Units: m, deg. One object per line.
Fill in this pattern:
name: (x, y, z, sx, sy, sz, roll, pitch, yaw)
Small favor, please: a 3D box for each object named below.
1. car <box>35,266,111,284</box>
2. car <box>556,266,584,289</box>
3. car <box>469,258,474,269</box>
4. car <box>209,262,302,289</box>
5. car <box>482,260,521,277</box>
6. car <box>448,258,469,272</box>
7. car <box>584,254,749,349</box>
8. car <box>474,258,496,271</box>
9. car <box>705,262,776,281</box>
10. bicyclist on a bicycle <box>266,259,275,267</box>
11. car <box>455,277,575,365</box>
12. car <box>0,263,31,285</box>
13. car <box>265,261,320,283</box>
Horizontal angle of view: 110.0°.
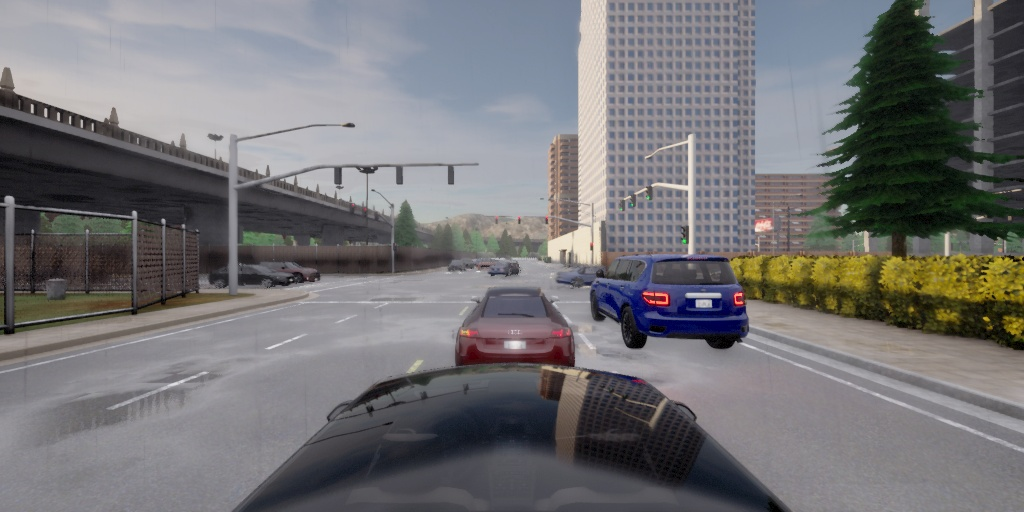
car: (-32.849, 1.406, 26.618, 4.718, 1.301, 1.895, 0, 0, 0)
car: (5.462, 1.332, 23.207, 5.357, 1.411, 2.033, 0, 0, 0)
car: (-7.101, 1.102, 55.540, 2.097, 1.767, 4.553, 0, 0, 0)
car: (-16.688, 1.310, 23.155, 4.892, 1.490, 1.837, 0, 0, 0)
car: (-0.721, 1.321, 35.777, 2.033, 1.411, 5.357, 0, 0, 19)
car: (-7.103, 1.255, 46.656, 1.837, 1.490, 4.892, 0, 0, 0)
car: (3.567, 0.971, 9.297, 2.150, 2.045, 5.566, 0, 0, 1)
car: (-3.598, 1.102, 49.800, 2.097, 1.767, 4.553, 0, 0, 0)
car: (19.301, 1.310, 30.438, 4.892, 1.490, 1.837, 0, 0, 0)
bicyclist on a bicycle: (-25.306, 1.106, 37.617, 0.582, 1.620, 1.656, 0, 0, 0)
car: (0.062, 1.314, 7.430, 1.994, 1.385, 4.181, 0, 0, 0)
car: (-34.969, 1.297, 23.116, 4.902, 1.511, 2.128, 0, 0, 0)
car: (-16.816, 1.158, 26.655, 4.553, 1.767, 2.097, 0, 0, 0)
